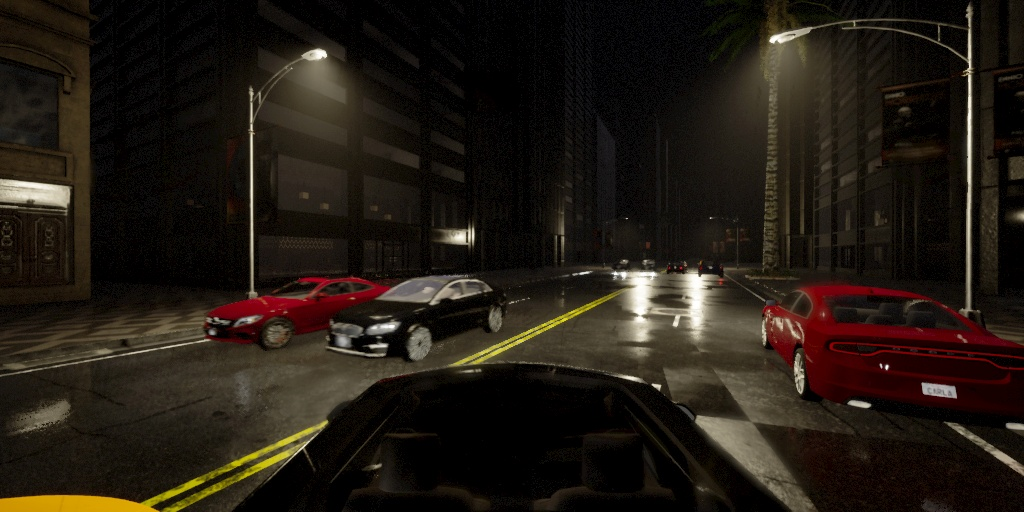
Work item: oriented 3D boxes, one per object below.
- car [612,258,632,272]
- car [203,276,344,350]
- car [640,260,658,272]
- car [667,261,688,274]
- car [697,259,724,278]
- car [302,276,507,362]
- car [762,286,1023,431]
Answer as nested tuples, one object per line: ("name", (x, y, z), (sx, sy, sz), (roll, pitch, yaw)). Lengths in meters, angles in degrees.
("car", (14.579, 1.265, 47.448), (2.128, 1.511, 4.902), (0, 0, 27))
("car", (-5.044, 1.276, 9.375), (1.812, 1.442, 4.674), (0, 0, 27))
("car", (17.823, 1.266, 46.645), (2.128, 1.511, 4.902), (0, 0, 27))
("car", (18.673, 1.317, 40.771), (2.033, 1.411, 5.357), (0, 0, 27))
("car", (19.310, 1.118, 34.948), (2.097, 1.767, 4.553), (0, 0, 27))
("car", (-1.852, 1.242, 8.473), (2.128, 1.511, 4.902), (0, 0, 27))
("car", (5.517, 1.228, 5.880), (1.882, 1.535, 5.008), (0, 0, 27))
